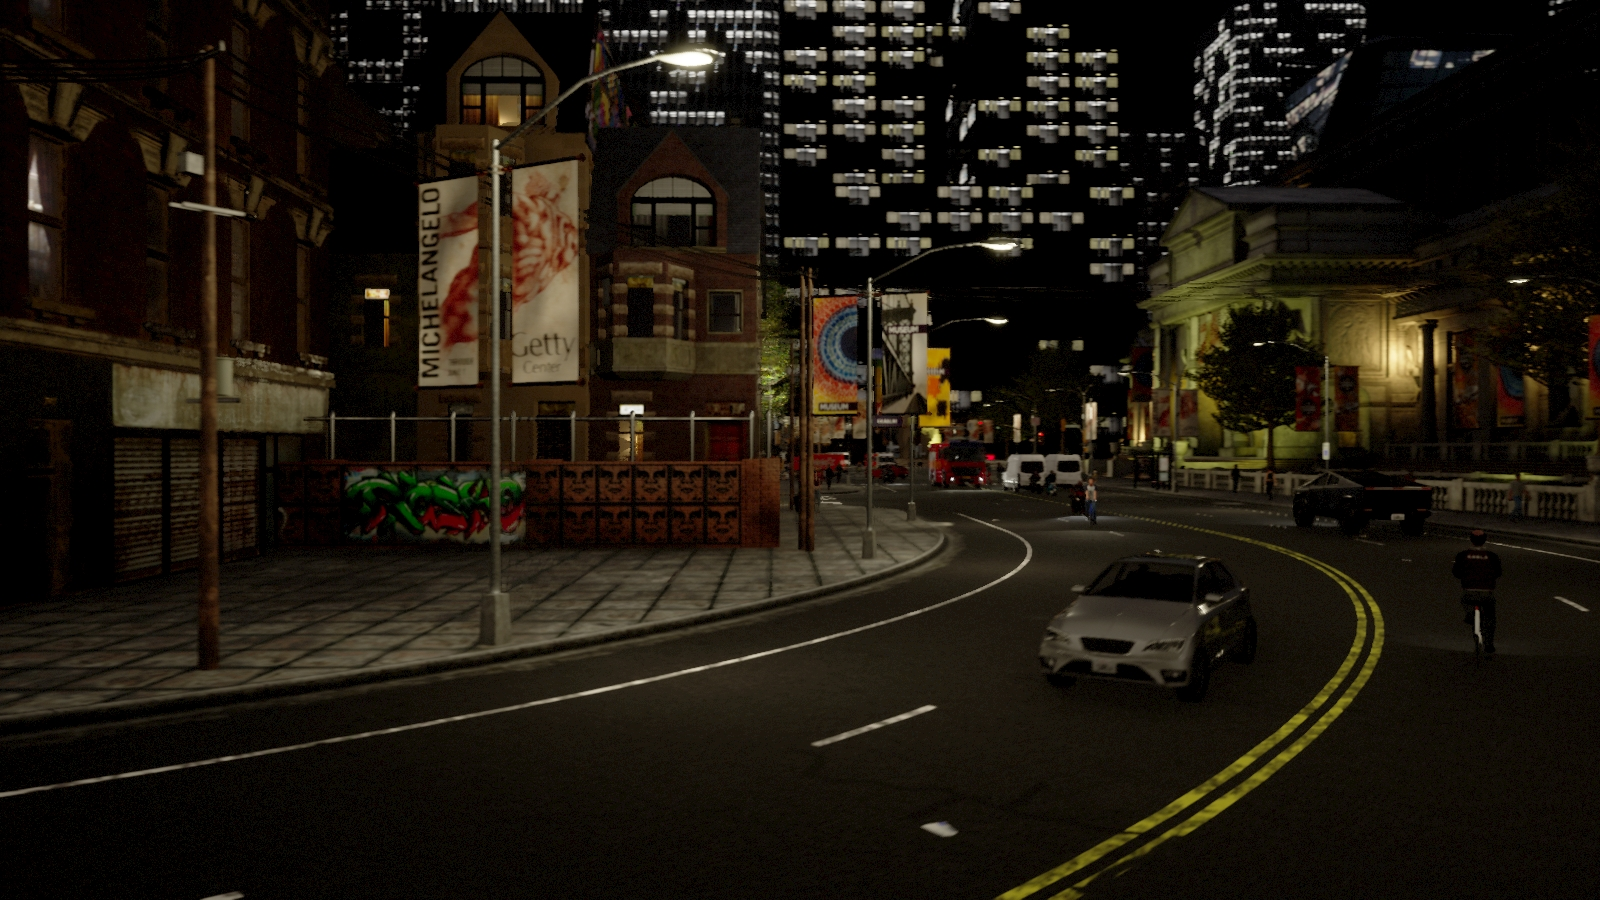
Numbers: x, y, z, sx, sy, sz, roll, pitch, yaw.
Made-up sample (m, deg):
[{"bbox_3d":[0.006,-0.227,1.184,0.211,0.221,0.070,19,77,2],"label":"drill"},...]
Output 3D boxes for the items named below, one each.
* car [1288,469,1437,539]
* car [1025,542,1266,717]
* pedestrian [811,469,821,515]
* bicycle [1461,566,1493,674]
[{"bbox_3d":[19.149,1.771,39.306,2.390,2.098,6.274,0,0,4],"label":"car"},{"bbox_3d":[4.451,2.073,14.285,1.816,1.474,4.193,0,0,33],"label":"car"},{"bbox_3d":[0.654,1.727,46.619,0.375,1.860,0.375,0,0,-1],"label":"pedestrian"},{"bbox_3d":[9.006,2.216,15.182,0.329,1.171,1.835,0,0,32],"label":"bicycle"}]
